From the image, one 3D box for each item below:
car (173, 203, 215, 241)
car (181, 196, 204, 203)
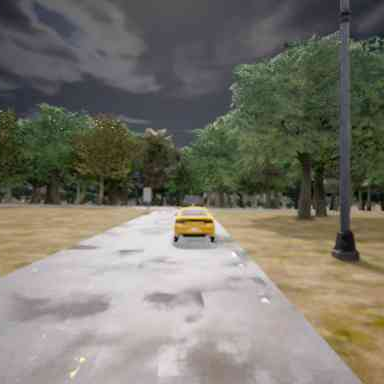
[{"bbox_3d":[0.099,1.501,16.869,1.882,1.535,5.008,0,-1,0],"label":"car"},{"bbox_3d":[0.098,1.414,34.472,2.150,2.045,5.566,0,-1,0],"label":"car"}]
